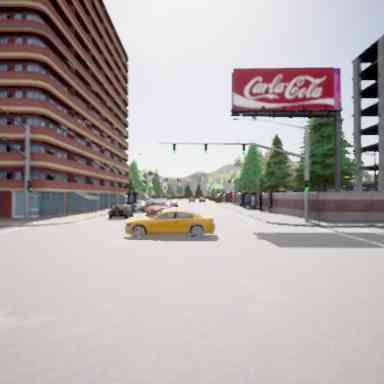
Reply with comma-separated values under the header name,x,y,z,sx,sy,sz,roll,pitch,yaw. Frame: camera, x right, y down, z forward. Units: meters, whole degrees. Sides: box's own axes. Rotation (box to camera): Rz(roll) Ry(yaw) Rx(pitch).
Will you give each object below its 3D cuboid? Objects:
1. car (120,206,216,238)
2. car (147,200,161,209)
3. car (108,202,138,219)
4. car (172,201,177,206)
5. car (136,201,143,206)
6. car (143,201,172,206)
name,x,y,z,sx,sy,sz,roll,pitch,yaw
car,-1.165,1.700,18.449,5.008,1.535,1.882,0,-1,0
car,-7.026,2.295,61.608,1.994,1.385,4.181,0,-1,0
car,-7.103,2.002,33.786,1.895,1.301,4.718,0,-1,0
car,-3.599,2.111,46.167,1.994,1.385,4.181,0,-1,0
car,-7.099,2.029,45.402,2.128,1.511,4.902,0,0,0
car,-3.602,1.775,35.640,2.097,1.767,4.553,0,-1,0
